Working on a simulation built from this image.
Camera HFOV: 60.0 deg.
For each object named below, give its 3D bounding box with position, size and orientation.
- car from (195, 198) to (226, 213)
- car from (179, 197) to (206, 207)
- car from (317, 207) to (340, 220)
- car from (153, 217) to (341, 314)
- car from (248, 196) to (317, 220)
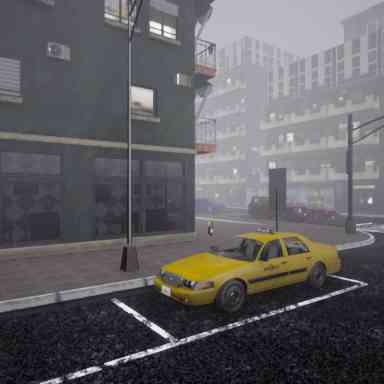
[{"bbox_3d":[1.666,1.391,36.465,1.882,1.535,5.008,0,0,-36],"label":"car"},{"bbox_3d":[-0.024,1.465,48.674,1.802,1.307,4.206,0,0,-36],"label":"car"},{"bbox_3d":[9.071,1.552,26.256,1.895,1.301,4.718,0,0,-37],"label":"car"},{"bbox_3d":[1.475,1.525,7.612,4.829,1.417,1.752,0,0,-35],"label":"car"},{"bbox_3d":[6.477,1.264,25.404,2.192,1.841,5.009,0,0,-36],"label":"car"}]
